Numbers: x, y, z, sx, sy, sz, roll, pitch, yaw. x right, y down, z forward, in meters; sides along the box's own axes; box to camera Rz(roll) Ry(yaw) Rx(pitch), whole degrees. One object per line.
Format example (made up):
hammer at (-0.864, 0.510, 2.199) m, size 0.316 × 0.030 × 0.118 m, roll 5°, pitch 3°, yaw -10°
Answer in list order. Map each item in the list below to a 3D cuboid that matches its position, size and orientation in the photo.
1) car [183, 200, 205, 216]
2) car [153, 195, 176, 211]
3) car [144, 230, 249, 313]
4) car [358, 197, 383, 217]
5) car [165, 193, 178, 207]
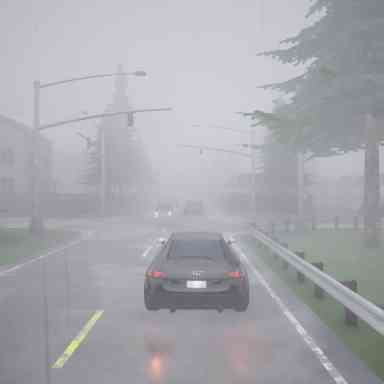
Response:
car at (0.226, 1.495, 32.684) m, size 2.128 × 1.511 × 4.902 m, roll 0°, pitch 0°, yaw 6°
car at (-3.395, 1.482, 41.603) m, size 1.882 × 1.535 × 5.008 m, roll 0°, pitch 0°, yaw 0°
car at (0.101, 1.565, 7.754) m, size 1.994 × 1.385 × 4.181 m, roll 0°, pitch 0°, yaw 1°
car at (16.087, 1.209, 26.046) m, size 5.566 × 2.045 × 2.150 m, roll 0°, pitch 0°, yaw 1°
car at (-3.341, 1.227, 52.261) m, size 2.150 × 2.045 × 5.566 m, roll 0°, pitch 0°, yaw 0°
